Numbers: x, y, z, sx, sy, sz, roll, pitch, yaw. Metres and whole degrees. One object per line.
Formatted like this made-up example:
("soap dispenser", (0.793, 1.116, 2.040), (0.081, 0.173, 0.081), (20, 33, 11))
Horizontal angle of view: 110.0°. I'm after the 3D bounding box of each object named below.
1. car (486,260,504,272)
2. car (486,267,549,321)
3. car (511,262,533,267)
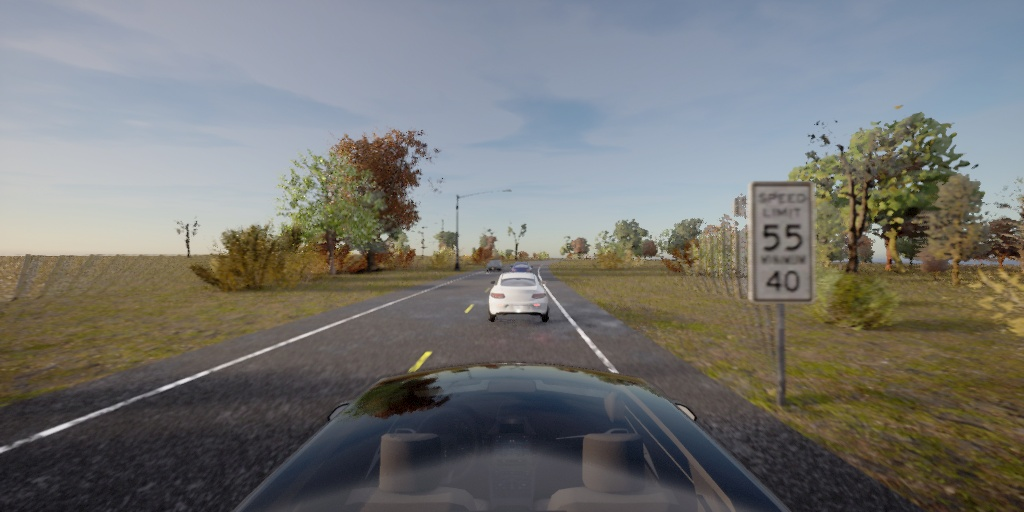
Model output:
("car", (-2.054, 1.255, 44.153), (1.837, 1.490, 4.892), (0, -1, 4))
("car", (0.216, 1.277, 12.348), (1.812, 1.442, 4.674), (0, 0, 1))
("car", (0.852, 1.275, 31.015), (1.812, 1.442, 4.674), (0, 0, 3))
